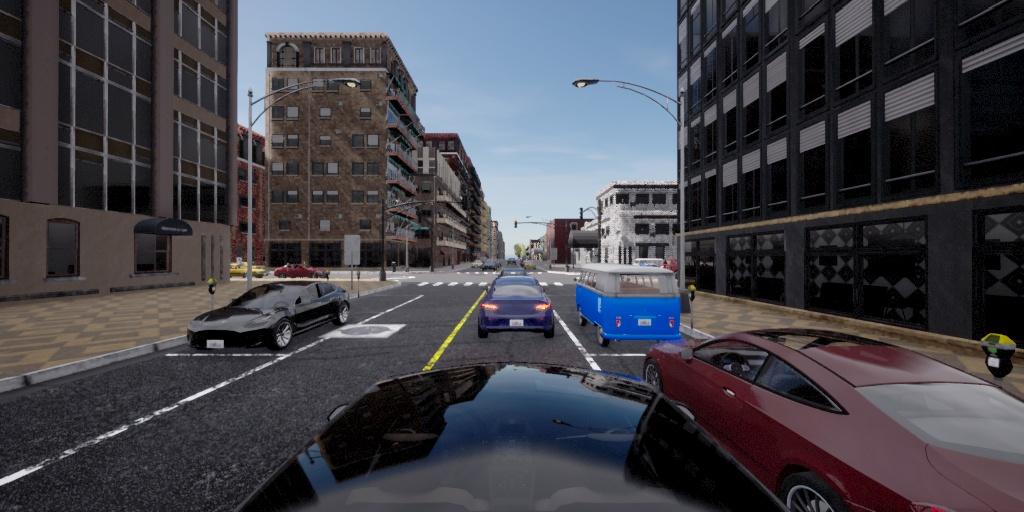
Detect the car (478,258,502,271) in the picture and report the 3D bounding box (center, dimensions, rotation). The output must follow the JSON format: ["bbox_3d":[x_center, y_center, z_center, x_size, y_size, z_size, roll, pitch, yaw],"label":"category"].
[{"bbox_3d":[-3.074,1.327,50.662,2.033,1.411,5.357,0,0,3],"label":"car"}]

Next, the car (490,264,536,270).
[{"bbox_3d":[0.088,1.317,18.482,1.994,1.385,4.181,0,0,0],"label":"car"}]

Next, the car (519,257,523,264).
[{"bbox_3d":[2.674,1.380,64.896,1.802,1.307,4.207,0,0,0],"label":"car"}]

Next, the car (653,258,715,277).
[{"bbox_3d":[14.912,1.107,29.919,5.009,1.841,2.192,0,0,0],"label":"car"}]

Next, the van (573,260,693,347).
[{"bbox_3d":[2.655,1.092,9.031,1.690,1.789,3.998,0,0,0],"label":"van"}]

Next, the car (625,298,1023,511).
[{"bbox_3d":[2.657,1.332,3.342,1.802,1.307,4.207,0,0,0],"label":"car"}]

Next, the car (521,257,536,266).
[{"bbox_3d":[2.677,1.309,53.987,1.751,1.417,4.829,0,0,0],"label":"car"}]

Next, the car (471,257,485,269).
[{"bbox_3d":[-5.706,1.316,59.183,1.751,1.417,4.829,0,0,0],"label":"car"}]

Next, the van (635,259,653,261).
[{"bbox_3d":[14.887,1.174,38.299,3.998,1.789,1.690,0,0,0],"label":"van"}]

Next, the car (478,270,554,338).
[{"bbox_3d":[0.099,1.277,10.031,1.812,1.442,4.674,0,0,0],"label":"car"}]

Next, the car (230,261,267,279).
[{"bbox_3d":[-22.967,1.215,29.818,4.829,1.417,1.751,0,0,0],"label":"car"}]

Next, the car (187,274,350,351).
[{"bbox_3d":[-5.692,1.317,9.055,1.948,1.339,4.313,0,0,0],"label":"car"}]

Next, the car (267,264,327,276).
[{"bbox_3d":[-17.474,1.283,29.833,4.207,1.307,1.802,0,0,0],"label":"car"}]

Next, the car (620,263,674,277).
[{"bbox_3d":[13.394,1.417,35.729,4.718,1.301,1.895,0,0,1],"label":"car"}]
